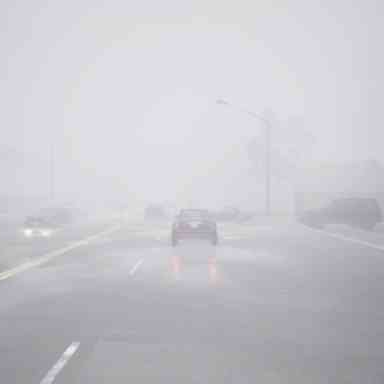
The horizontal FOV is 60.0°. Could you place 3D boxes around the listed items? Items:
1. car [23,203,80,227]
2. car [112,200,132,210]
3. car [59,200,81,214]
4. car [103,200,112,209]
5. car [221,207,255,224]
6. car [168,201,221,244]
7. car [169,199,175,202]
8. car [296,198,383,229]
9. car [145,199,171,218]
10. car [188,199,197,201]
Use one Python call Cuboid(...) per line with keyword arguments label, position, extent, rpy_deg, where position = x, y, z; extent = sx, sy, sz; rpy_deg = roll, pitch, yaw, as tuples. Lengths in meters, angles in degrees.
Cuboid(label="car", position=(-10.593, 1.798, 25.135), extent=(2.033, 1.411, 5.357), rpy_deg=(0, -1, 0))
Cuboid(label="car", position=(-10.542, 2.018, 51.465), extent=(1.837, 1.490, 4.892), rpy_deg=(0, -1, 0))
Cuboid(label="car", position=(-14.086, 1.723, 37.335), extent=(2.097, 1.767, 4.553), rpy_deg=(0, -1, 0))
Cuboid(label="car", position=(-13.983, 2.079, 57.820), extent=(2.128, 1.511, 4.902), rpy_deg=(0, -1, 0))
Cuboid(label="car", position=(2.644, 1.869, 26.918), extent=(4.718, 1.301, 1.895), rpy_deg=(0, 0, 14))
Cuboid(label="car", position=(0.106, 1.520, 16.802), extent=(2.097, 1.767, 4.553), rpy_deg=(0, -1, 0))
Cuboid(label="car", position=(-3.387, 1.878, 52.981), extent=(2.097, 1.767, 4.553), rpy_deg=(0, -1, 0))
Cuboid(label="car", position=(10.100, 1.449, 22.982), extent=(5.566, 2.045, 2.150), rpy_deg=(0, -1, 0))
Cuboid(label="car", position=(-3.585, 1.814, 33.802), extent=(1.882, 1.535, 5.008), rpy_deg=(0, -1, 1))
Cuboid(label="car", position=(0.098, 1.856, 50.650), extent=(2.097, 1.767, 4.553), rpy_deg=(0, -1, 0))
